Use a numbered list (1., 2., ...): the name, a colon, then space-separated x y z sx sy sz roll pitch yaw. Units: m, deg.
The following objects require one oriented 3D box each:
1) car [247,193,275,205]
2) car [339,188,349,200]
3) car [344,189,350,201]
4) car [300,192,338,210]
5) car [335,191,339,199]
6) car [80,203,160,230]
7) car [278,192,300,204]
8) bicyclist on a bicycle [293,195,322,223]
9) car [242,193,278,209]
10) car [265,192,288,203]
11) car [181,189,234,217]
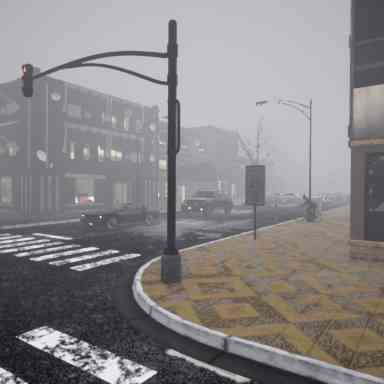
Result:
1. car: 8.870 0.821 42.612 1.887 1.381 4.507 2 2 35
2. car: 24.218 0.572 54.545 2.033 1.411 5.357 1 1 36
3. car: 25.417 0.619 51.680 1.887 1.381 4.507 2 2 35
4. car: 12.658 0.993 33.059 2.008 1.369 4.403 2 2 35
5. car: 18.538 0.788 46.308 1.895 1.301 4.718 1 1 35
6. car: -4.062 1.334 19.289 1.895 1.301 4.718 1 1 35
7. car: 12.961 0.771 43.792 1.812 1.442 4.674 1 1 34
8. bicyclist on a bicycle: 6.785 1.003 19.589 1.656 1.620 0.582 0 1 35
9. car: 7.088 1.014 35.379 1.895 1.301 4.718 1 1 35
10. car: 12.109 0.767 47.234 1.802 1.307 4.206 2 2 35
11. car: 1.379 0.798 27.130 2.150 2.045 5.566 1 1 35
